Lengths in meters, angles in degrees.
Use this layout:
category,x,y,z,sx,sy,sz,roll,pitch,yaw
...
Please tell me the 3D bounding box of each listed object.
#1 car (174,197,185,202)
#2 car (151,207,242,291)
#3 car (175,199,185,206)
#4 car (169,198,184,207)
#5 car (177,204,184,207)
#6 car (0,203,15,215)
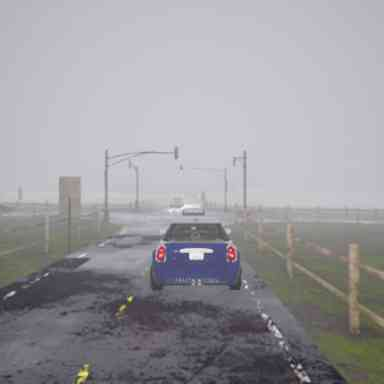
category,x,y,z,sx,sy,sz,roll,pitch,yaw
car,-2.749,1.993,66.327,2.150,2.045,5.566,0,-1,0
car,0.096,1.463,9.481,2.097,1.767,4.553,0,-1,0
car,-2.694,2.437,76.990,2.033,1.411,5.357,0,-1,0
car,-2.845,2.224,56.859,1.994,1.385,4.181,0,-1,0
car,0.090,1.744,20.715,1.837,1.490,4.892,0,-1,0
car,-21.049,1.505,34.563,5.008,1.535,1.882,1,-1,0
